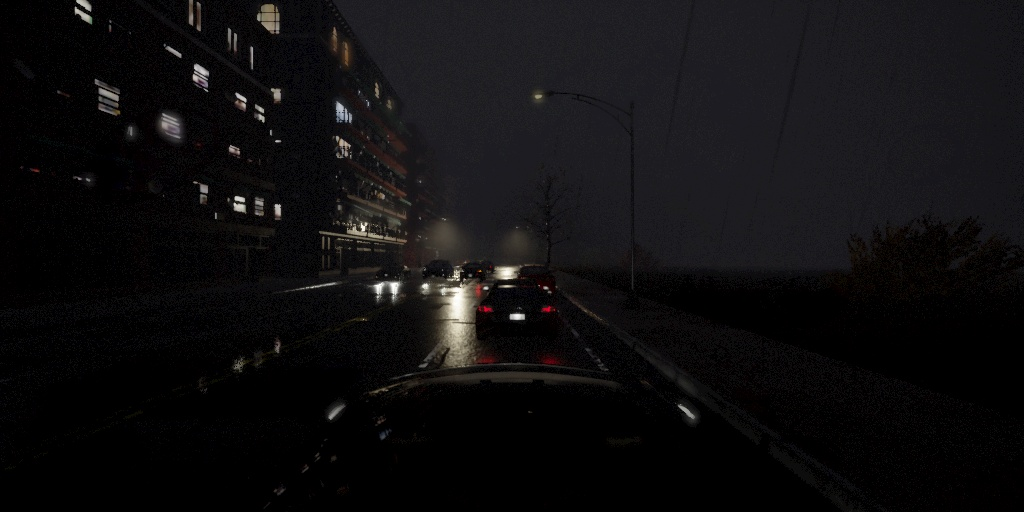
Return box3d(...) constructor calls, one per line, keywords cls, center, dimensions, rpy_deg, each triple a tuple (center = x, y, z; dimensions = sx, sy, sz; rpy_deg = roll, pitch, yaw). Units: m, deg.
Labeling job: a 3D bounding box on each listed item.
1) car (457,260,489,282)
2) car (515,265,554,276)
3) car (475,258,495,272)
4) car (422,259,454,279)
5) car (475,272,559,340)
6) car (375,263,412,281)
box3d(cls="car", center=(-3.117, 1.278, 29.123), dimensions=(1.812, 1.442, 4.674), rpy_deg=(0, 0, 0))
box3d(cls="car", center=(1.158, 1.230, 18.862), dimensions=(1.882, 1.535, 5.008), rpy_deg=(0, 0, 0))
box3d(cls="car", center=(-3.095, 1.299, 43.900), dimensions=(2.033, 1.411, 5.357), rpy_deg=(0, 0, 0))
box3d(cls="car", center=(-6.564, 1.104, 32.031), dimensions=(2.097, 1.767, 4.553), rpy_deg=(0, 0, 0))
box3d(cls="car", center=(0.111, 1.315, 9.942), dimensions=(1.994, 1.385, 4.181), rpy_deg=(0, 0, 0))
box3d(cls="car", center=(-9.816, 1.316, 29.932), dimensions=(1.994, 1.385, 4.181), rpy_deg=(0, 0, 0))
